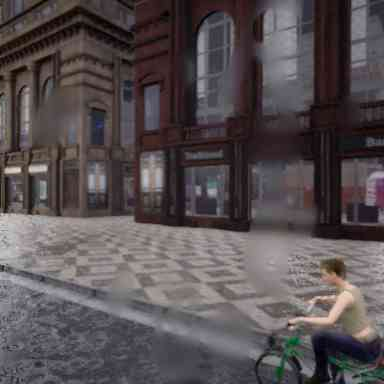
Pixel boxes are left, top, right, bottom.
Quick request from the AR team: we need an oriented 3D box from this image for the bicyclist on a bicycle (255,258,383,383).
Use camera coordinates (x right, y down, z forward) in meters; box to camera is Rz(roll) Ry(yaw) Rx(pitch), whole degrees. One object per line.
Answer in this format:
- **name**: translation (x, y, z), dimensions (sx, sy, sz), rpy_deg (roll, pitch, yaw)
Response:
- **bicyclist on a bicycle**: translation (1.310, 1.445, 3.283), dimensions (1.509, 1.612, 0.866), rpy_deg (0, 0, 36)
